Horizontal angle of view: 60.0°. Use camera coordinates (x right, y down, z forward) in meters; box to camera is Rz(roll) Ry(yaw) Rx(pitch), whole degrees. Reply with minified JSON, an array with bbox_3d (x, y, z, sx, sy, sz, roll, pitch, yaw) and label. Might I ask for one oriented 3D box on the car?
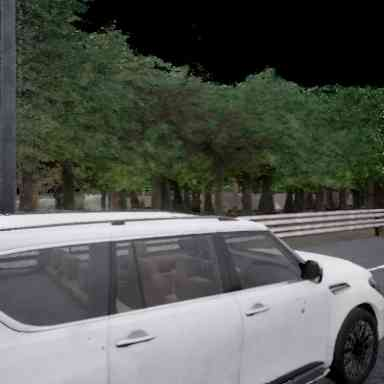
[{"bbox_3d":[-0.122,1.223,3.646,5.566,2.045,2.150,0,0,-35],"label":"car"}]
